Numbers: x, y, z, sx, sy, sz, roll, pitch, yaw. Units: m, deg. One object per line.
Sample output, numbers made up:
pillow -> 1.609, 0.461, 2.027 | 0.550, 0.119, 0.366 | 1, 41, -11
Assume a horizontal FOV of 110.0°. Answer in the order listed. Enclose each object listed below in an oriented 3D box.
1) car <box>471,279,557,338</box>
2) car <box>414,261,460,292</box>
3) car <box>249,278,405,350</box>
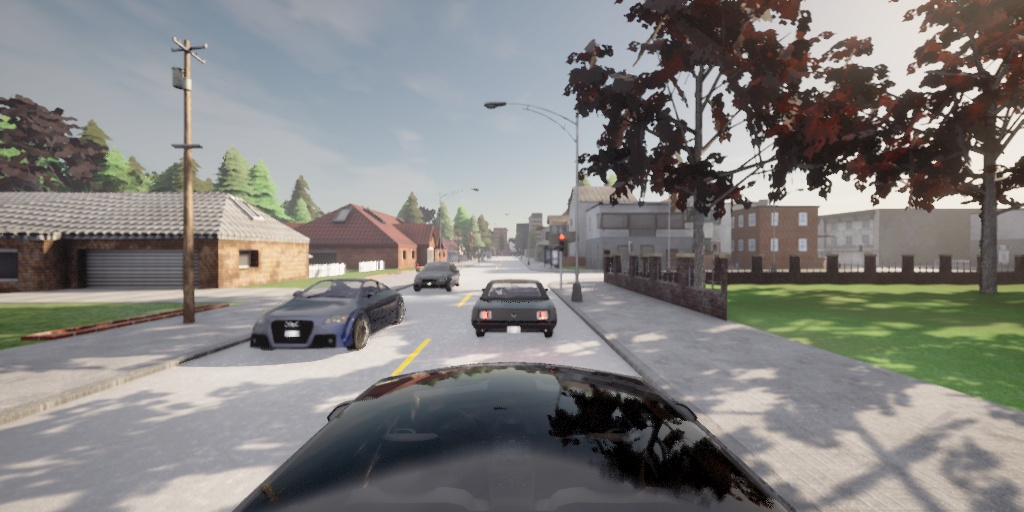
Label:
car -> 0.078, 1.269, 9.902 | 1.895, 1.301, 4.718 | 0, 1, 1
car -> -4.011, 1.074, 19.797 | 1.837, 1.490, 4.892 | 0, 1, 0
car -> -4.084, 1.245, 8.671 | 1.994, 1.385, 4.181 | 0, 1, 0
